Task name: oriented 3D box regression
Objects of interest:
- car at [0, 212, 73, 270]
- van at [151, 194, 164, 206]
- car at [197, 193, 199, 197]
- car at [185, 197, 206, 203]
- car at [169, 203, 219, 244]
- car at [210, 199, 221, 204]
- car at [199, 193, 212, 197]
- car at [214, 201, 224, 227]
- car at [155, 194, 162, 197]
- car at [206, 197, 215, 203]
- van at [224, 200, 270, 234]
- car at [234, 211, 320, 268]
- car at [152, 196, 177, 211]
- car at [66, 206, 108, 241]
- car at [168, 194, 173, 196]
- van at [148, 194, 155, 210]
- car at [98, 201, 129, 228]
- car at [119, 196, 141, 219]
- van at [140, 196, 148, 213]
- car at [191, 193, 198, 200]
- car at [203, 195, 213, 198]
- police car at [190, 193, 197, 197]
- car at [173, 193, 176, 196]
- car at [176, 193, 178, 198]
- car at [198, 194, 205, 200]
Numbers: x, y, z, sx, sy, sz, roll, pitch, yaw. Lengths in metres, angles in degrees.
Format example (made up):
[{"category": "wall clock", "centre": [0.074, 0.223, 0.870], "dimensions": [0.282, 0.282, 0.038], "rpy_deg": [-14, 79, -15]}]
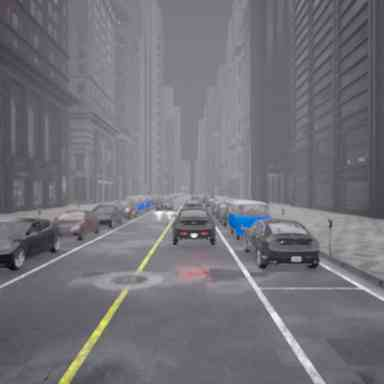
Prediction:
[{"category": "car", "centre": [-5.770, 1.553, 10.942], "dimensions": [1.947, 1.339, 4.313], "rpy_deg": [0, 0, 0]}, {"category": "van", "centre": [-5.799, 1.308, 56.034], "dimensions": [1.690, 1.788, 3.998], "rpy_deg": [0, 0, 0]}, {"category": "car", "centre": [2.711, 1.497, 78.769], "dimensions": [1.752, 1.417, 4.829], "rpy_deg": [0, 0, 0]}, {"category": "car", "centre": [0.075, 1.477, 31.327], "dimensions": [1.837, 1.490, 4.892], "rpy_deg": [0, 0, 0]}, {"category": "car", "centre": [0.084, 1.488, 15.772], "dimensions": [1.837, 1.490, 4.892], "rpy_deg": [0, 0, 0]}, {"category": "car", "centre": [2.744, 1.556, 27.873], "dimensions": [1.802, 1.307, 4.206], "rpy_deg": [0, 0, 0]}, {"category": "car", "centre": [2.725, 1.281, 56.054], "dimensions": [2.192, 1.841, 5.009], "rpy_deg": [0, 0, 0]}, {"category": "car", "centre": [2.747, 1.529, 22.237], "dimensions": [2.008, 1.369, 4.403], "rpy_deg": [0, 0, 0]}, {"category": "car", "centre": [-5.796, 1.282, 50.397], "dimensions": [2.192, 1.841, 5.009], "rpy_deg": [0, 0, 0]}, {"category": "car", "centre": [2.740, 1.523, 33.510], "dimensions": [2.008, 1.369, 4.403], "rpy_deg": [0, 0, 0]}, {"category": "van", "centre": [2.751, 1.323, 16.600], "dimensions": [1.690, 1.788, 3.998], "rpy_deg": [0, 0, 0]}, {"category": "car", "centre": [2.755, 1.538, 10.964], "dimensions": [2.008, 1.369, 4.403], "rpy_deg": [0, 0, 0]}, {"category": "car", "centre": [-3.117, 1.534, 38.924], "dimensions": [1.994, 1.385, 4.181], "rpy_deg": [0, 0, 0]}, {"category": "car", "centre": [-5.774, 1.564, 16.579], "dimensions": [1.802, 1.307, 4.206], "rpy_deg": [0, 0, 0]}, {"category": "car", "centre": [-5.810, 1.514, 72.944], "dimensions": [1.887, 1.381, 4.507], "rpy_deg": [0, 0, 0]}, {"category": "van", "centre": [-5.789, 1.311, 39.125], "dimensions": [1.690, 1.788, 3.998], "rpy_deg": [0, 0, 0]}, {"category": "car", "centre": [-5.777, 1.544, 22.215], "dimensions": [1.947, 1.339, 4.313], "rpy_deg": [0, 0, 0]}, {"category": "car", "centre": [-5.781, 1.415, 27.852], "dimensions": [1.967, 1.590, 4.097], "rpy_deg": [0, 0, 0]}, {"category": "van", "centre": [-5.785, 1.313, 33.488], "dimensions": [1.690, 1.788, 3.998], "rpy_deg": [0, 0, 0]}, {"category": "car", "centre": [0.674, 1.196, 95.572], "dimensions": [2.150, 2.045, 5.566], "rpy_deg": [0, 0, -1]}, {"category": "car", "centre": [2.733, 1.513, 44.782], "dimensions": [1.887, 1.381, 4.507], "rpy_deg": [0, 0, 0]}, {"category": "police car", "centre": [0.847, 1.401, 85.659], "dimensions": [1.930, 1.638, 5.238], "rpy_deg": [0, 0, 0]}, {"category": "car", "centre": [-5.817, 1.541, 84.217], "dimensions": [1.947, 1.339, 4.313], "rpy_deg": [0, 0, 0]}, {"category": "car", "centre": [-5.825, 1.324, 95.386], "dimensions": [1.690, 1.788, 3.998], "rpy_deg": [0, 0, 0]}, {"category": "car", "centre": [2.701, 1.421, 95.508], "dimensions": [1.967, 1.590, 4.097], "rpy_deg": [0, 0, 0]}]
